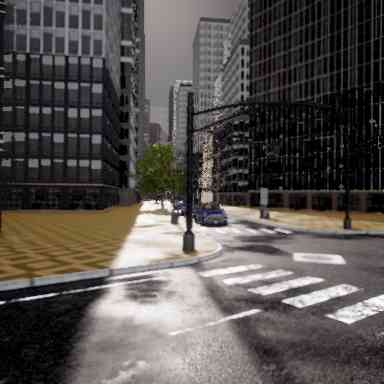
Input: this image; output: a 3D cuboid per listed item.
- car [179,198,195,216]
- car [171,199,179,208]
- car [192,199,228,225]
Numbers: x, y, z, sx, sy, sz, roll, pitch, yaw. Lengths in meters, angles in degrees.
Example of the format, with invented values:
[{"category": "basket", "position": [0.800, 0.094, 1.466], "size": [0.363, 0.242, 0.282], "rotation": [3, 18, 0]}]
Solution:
[{"category": "car", "position": [-0.002, 1.807, 40.360], "size": [2.150, 2.045, 5.566], "rotation": [1, -1, -7]}, {"category": "car", "position": [-2.342, 2.421, 59.952], "size": [2.033, 1.411, 5.357], "rotation": [1, -1, -6]}, {"category": "car", "position": [1.549, 1.755, 27.684], "size": [2.097, 1.767, 4.553], "rotation": [1, -1, -7]}]
